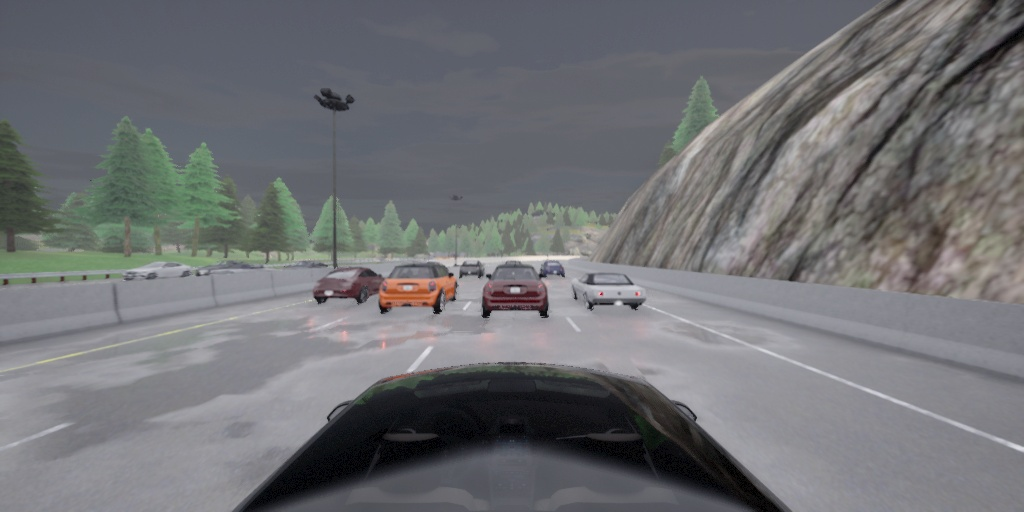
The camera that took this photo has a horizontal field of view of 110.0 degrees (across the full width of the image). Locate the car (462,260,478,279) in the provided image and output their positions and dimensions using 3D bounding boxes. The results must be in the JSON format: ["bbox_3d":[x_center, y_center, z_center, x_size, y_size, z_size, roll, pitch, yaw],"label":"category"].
[{"bbox_3d":[-3.399,1.114,31.143,2.128,1.511,4.902,0,0,0],"label":"car"}]

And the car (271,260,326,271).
[{"bbox_3d":[-17.584,1.117,30.474,2.128,1.511,4.902,0,0,0],"label":"car"}]

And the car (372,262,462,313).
[{"bbox_3d":[-3.398,1.050,13.838,2.097,1.767,4.553,0,0,0],"label":"car"}]

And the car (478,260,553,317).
[{"bbox_3d":[0.101,1.052,13.021,2.097,1.767,4.553,0,0,0],"label":"car"}]

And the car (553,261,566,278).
[{"bbox_3d":[3.588,1.144,32.175,1.812,1.442,4.674,0,0,0],"label":"car"}]

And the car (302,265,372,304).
[{"bbox_3d":[-6.899,1.215,15.813,1.812,1.442,4.674,0,0,0],"label":"car"}]

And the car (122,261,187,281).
[{"bbox_3d":[-28.089,1.159,28.688,1.812,1.442,4.674,0,0,0],"label":"car"}]

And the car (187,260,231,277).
[{"bbox_3d":[-24.582,1.115,30.956,2.128,1.511,4.902,0,0,0],"label":"car"}]

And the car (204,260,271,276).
[{"bbox_3d":[-21.094,1.236,28.212,1.895,1.301,4.718,0,0,0],"label":"car"}]

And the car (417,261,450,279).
[{"bbox_3d":[-6.898,1.184,31.808,1.994,1.385,4.181,0,0,0],"label":"car"}]

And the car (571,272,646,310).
[{"bbox_3d":[3.601,1.297,14.314,1.895,1.301,4.718,0,0,0],"label":"car"}]
